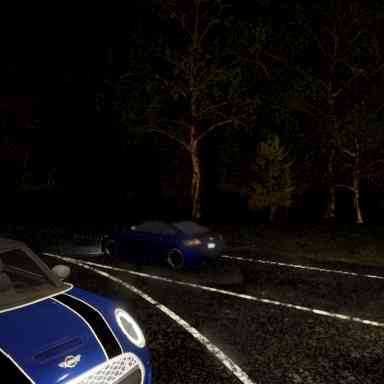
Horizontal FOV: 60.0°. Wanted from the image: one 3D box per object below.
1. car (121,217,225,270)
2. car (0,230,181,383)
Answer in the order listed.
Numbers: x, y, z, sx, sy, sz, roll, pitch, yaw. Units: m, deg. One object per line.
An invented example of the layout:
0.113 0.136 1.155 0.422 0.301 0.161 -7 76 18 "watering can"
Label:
-1.034 1.529 10.891 4.181 1.385 1.994 0 0 36 "car"
-2.607 1.338 3.742 4.553 1.767 2.097 1 0 35 "car"
